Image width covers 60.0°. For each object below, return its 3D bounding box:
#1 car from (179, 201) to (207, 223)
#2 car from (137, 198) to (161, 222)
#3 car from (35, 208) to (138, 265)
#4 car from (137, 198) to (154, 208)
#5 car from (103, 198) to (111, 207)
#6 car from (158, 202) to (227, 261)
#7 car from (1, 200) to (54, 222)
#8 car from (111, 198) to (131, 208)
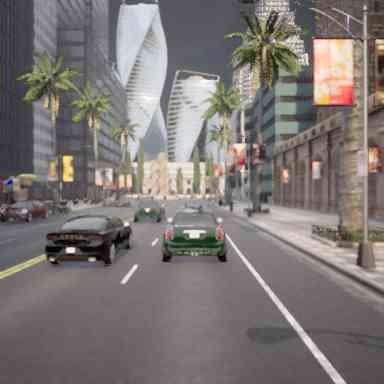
[{"bbox_3d":[0.097,1.597,27.854,2.128,1.511,4.902,0,0,0],"label":"car"},{"bbox_3d":[-3.403,1.457,27.568,2.097,1.767,4.553,0,0,0],"label":"car"},{"bbox_3d":[-3.404,1.525,11.884,1.882,1.535,5.008,0,-1,1],"label":"car"},{"bbox_3d":[-7.242,1.693,52.293,2.128,1.511,4.902,0,0,0],"label":"car"},{"bbox_3d":[-13.801,1.702,56.580,2.231,1.521,4.892,0,0,0],"label":"car"},{"bbox_3d":[0.104,1.398,12.561,2.097,1.767,4.553,0,0,1],"label":"car"},{"bbox_3d":[-13.560,1.465,27.206,2.185,1.767,4.553,0,0,0],"label":"car"},{"bbox_3d":[-10.740,1.708,52.030,1.837,1.490,4.892,0,-1,0],"label":"car"}]
